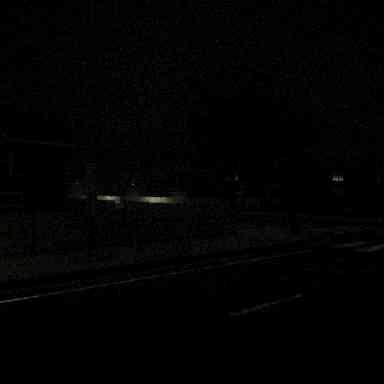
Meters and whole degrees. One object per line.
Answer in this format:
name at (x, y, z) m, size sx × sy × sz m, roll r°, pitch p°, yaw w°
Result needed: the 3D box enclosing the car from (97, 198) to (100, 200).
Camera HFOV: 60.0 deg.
car at (-16.039, 1.654, 54.243) m, size 1.994 × 1.385 × 4.181 m, roll 0°, pitch 0°, yaw -35°
